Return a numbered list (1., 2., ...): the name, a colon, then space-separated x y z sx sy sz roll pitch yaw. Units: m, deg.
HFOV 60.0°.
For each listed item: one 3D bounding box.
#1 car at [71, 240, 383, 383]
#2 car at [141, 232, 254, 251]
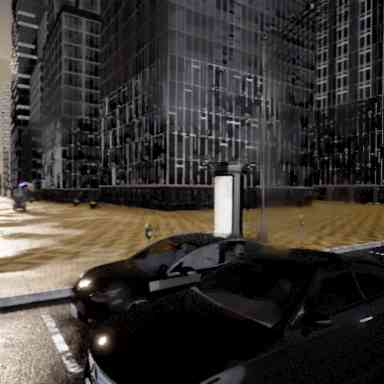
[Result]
1. car: 1.128 1.495 4.069 4.674 1.442 1.812 0 1 -31
2. car: -0.018 1.506 6.414 4.313 1.339 1.947 0 1 -33
